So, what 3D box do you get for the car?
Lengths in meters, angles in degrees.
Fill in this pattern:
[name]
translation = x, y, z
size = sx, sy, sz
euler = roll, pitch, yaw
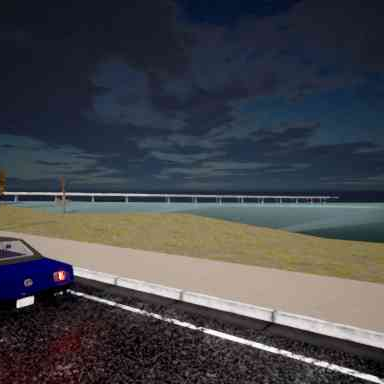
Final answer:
[car]
translation = -4.669, 1.601, 7.006
size = 4.718, 1.301, 1.895
euler = 0, 0, 35
